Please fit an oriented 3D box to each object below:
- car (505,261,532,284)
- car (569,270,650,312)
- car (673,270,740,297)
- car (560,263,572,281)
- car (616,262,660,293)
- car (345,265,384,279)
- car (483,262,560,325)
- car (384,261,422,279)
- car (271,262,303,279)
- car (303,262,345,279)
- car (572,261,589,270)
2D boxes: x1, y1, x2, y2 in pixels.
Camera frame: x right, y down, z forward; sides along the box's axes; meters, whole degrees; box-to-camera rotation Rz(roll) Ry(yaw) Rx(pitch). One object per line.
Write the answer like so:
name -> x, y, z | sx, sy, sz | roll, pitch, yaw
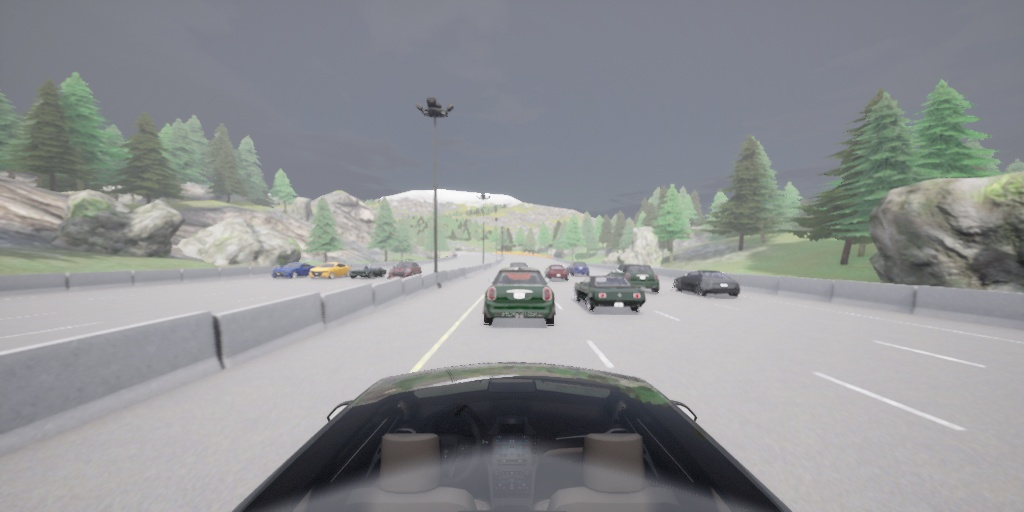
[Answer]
car -> 0.520, 1.284, 30.123 | 2.097, 1.767, 4.553 | 0, 0, 1
car -> 3.781, 1.435, 14.762 | 1.895, 1.301, 4.718 | 0, 0, 1
car -> 10.869, 1.482, 20.319 | 1.994, 1.385, 4.181 | 0, 0, 1
car -> 4.055, 1.503, 33.260 | 1.812, 1.442, 4.674 | 0, 0, 1
car -> 7.401, 1.265, 22.354 | 2.097, 1.767, 4.553 | 0, 0, 1
car -> -13.524, 1.534, 33.908 | 1.895, 1.301, 4.718 | 0, 0, 1
car -> 0.243, 1.148, 12.212 | 2.097, 1.767, 4.553 | 0, 0, 1
car -> -10.023, 1.313, 33.914 | 2.097, 1.767, 4.553 | 0, 0, 1
car -> -20.522, 1.357, 34.048 | 1.882, 1.535, 5.008 | 0, 0, 1
car -> -17.026, 1.339, 33.823 | 1.882, 1.535, 5.008 | 0, -1, 1
car -> 7.709, 1.419, 42.229 | 2.097, 1.767, 4.553 | 0, -1, 1
